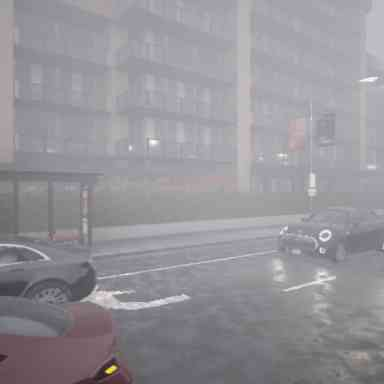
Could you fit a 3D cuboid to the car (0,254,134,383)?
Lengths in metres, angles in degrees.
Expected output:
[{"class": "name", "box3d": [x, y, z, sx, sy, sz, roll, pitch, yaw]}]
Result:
[{"class": "car", "box3d": [-2.662, 1.526, 2.080, 4.674, 1.442, 1.812, 0, 0, -36]}]

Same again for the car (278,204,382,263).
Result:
[{"class": "car", "box3d": [5.204, 1.352, 12.086, 4.553, 1.767, 2.097, 0, 0, -36]}]

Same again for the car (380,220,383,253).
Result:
[{"class": "car", "box3d": [7.900, 1.547, 9.715, 5.357, 1.411, 2.033, 0, 0, -36]}]

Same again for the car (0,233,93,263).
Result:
[{"class": "car", "box3d": [-4.031, 1.491, 5.412, 4.902, 1.511, 2.128, 0, 0, -36]}]
